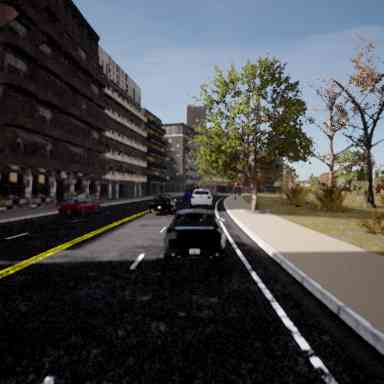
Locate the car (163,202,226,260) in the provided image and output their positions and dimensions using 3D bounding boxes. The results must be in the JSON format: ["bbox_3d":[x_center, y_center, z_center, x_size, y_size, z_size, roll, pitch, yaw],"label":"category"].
[{"bbox_3d":[0.112,1.336,11.599,1.837,1.490,4.892,0,1,1],"label":"car"}]

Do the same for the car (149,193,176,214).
[{"bbox_3d":[-2.550,1.066,29.740,1.882,1.535,5.008,0,1,3],"label":"car"}]

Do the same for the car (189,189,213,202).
[{"bbox_3d":[1.174,0.707,37.238,2.150,2.045,5.566,0,1,4],"label":"car"}]

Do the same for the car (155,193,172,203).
[{"bbox_3d":[-4.278,0.889,50.857,1.994,1.385,4.181,0,1,4],"label":"car"}]

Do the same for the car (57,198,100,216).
[{"bbox_3d":[-9.350,1.226,27.730,1.895,1.301,4.718,0,1,3],"label":"car"}]

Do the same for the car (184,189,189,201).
[{"bbox_3d":[-0.108,0.455,57.829,2.150,2.045,5.566,0,0,7],"label":"car"}]
